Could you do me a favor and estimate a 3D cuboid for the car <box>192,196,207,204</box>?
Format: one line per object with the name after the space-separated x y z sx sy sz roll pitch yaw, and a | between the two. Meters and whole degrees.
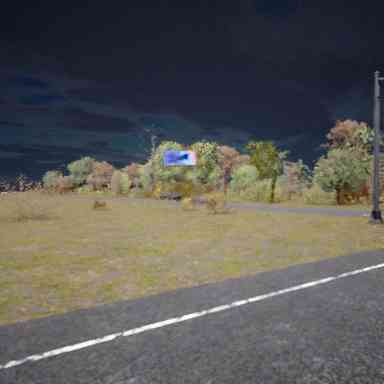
1.447 1.435 60.659 1.994 1.385 4.181 0 0 -33 | car

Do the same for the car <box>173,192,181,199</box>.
-4.437 0.960 69.427 2.150 2.045 5.566 0 0 -34 | car
